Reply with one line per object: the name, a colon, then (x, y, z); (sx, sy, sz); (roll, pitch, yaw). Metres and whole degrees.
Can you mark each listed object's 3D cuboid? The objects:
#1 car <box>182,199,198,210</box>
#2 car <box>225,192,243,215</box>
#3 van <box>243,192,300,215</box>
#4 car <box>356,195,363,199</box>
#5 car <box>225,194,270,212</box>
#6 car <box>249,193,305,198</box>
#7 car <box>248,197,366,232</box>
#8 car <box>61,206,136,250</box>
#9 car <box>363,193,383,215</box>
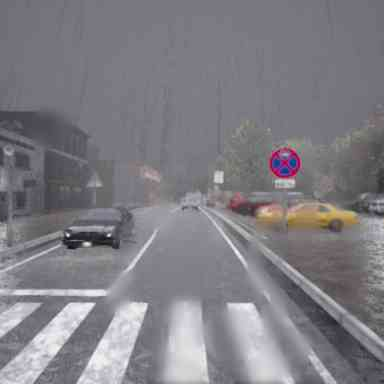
car: (-0.263, 1.541, 41.423); (1.895, 1.301, 4.718); (0, -1, 0)
car: (6.018, 0.991, 29.893); (5.566, 2.045, 2.435); (0, 0, -1)
van: (6.202, 1.007, 23.703); (4.442, 1.987, 1.878); (0, 0, -1)
car: (18.227, 1.314, 31.239); (4.892, 1.521, 2.231); (0, 0, -1)
car: (5.907, 1.160, 35.845); (4.553, 1.767, 2.185); (0, 0, -1)
car: (6.161, 1.111, 20.665); (4.553, 1.767, 2.185); (0, 0, -1)
car: (5.987, 1.249, 17.745); (5.366, 1.575, 1.946); (0, 0, -1)
car: (-3.451, 1.298, 13.423); (2.033, 1.411, 5.357); (1, 0, -1)
car: (18.259, 1.045, 28.448); (5.566, 2.045, 2.435); (0, 0, -1)
